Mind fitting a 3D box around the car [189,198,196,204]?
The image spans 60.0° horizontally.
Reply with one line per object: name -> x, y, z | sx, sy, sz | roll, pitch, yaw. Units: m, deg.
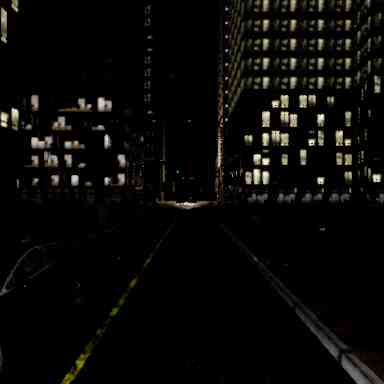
car -> 0.051, 2.268, 84.175 | 2.033, 1.411, 5.357 | 0, -1, 0

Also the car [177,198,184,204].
car -> -2.949, 2.274, 85.000 | 2.033, 1.411, 5.357 | 0, -1, 0

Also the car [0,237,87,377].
car -> -3.097, 1.532, 5.058 | 2.128, 1.511, 4.902 | 0, 0, 0
